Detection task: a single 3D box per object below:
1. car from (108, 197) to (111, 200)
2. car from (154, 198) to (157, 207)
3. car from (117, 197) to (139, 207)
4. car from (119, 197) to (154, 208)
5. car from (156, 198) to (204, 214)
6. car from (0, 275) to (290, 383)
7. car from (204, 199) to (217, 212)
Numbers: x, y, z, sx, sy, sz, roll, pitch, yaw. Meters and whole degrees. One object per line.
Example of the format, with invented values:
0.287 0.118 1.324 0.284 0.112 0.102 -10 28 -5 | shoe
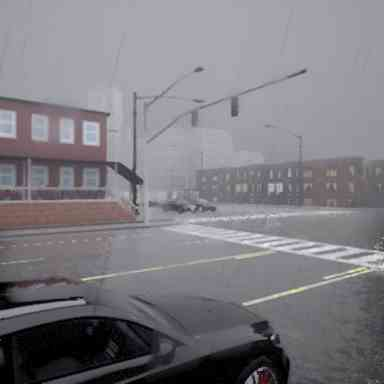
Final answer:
-13.469 1.547 52.145 2.033 1.411 5.357 0 0 -35 | car
-4.520 1.525 45.615 1.812 1.442 4.674 0 0 -36 | car
-10.425 1.526 53.901 1.812 1.442 4.674 0 0 -36 | car
-7.333 1.476 43.513 1.882 1.535 5.008 0 0 -36 | car
-1.342 1.492 35.116 2.128 1.511 4.902 0 0 -35 | car
-1.158 1.526 2.919 4.674 1.442 1.812 0 0 -35 | car
0.853 1.506 38.067 1.837 1.490 4.892 0 0 -36 | car
